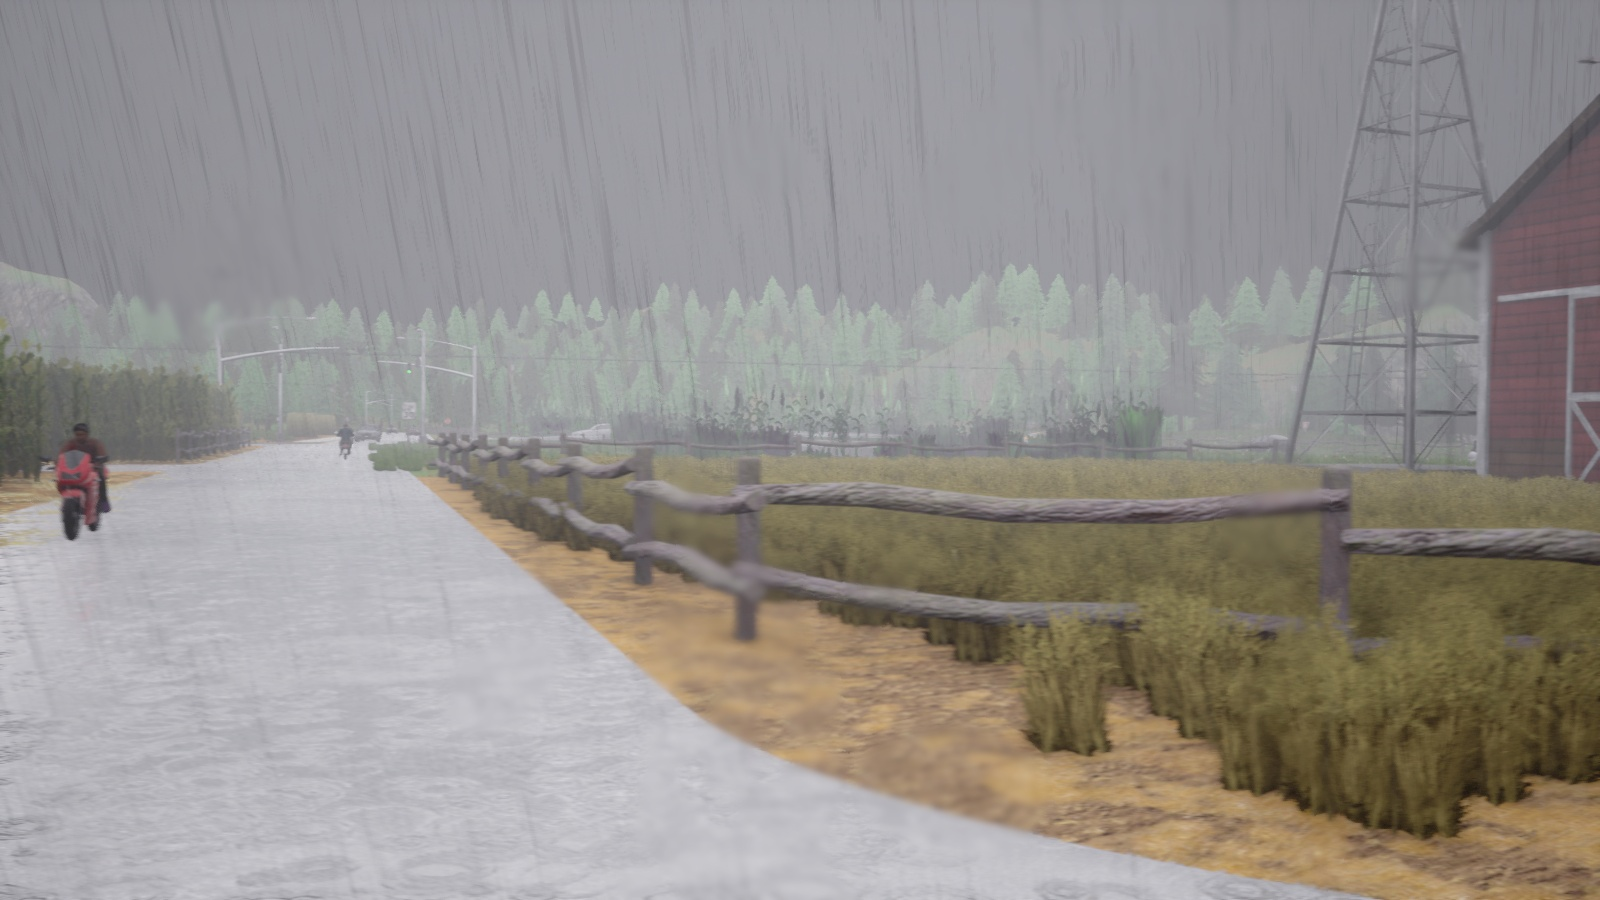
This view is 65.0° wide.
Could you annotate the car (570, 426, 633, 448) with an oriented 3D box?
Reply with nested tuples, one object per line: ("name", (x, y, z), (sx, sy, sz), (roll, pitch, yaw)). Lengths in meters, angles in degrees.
("car", (-15.509, -0.996, 98.141), (4.674, 1.442, 1.812), (-4, 2, -14))

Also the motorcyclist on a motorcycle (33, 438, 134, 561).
("motorcyclist on a motorcycle", (-9.545, 0.606, 16.810), (0.797, 1.523, 2.044), (-1, 1, -20))

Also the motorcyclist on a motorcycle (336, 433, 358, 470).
("motorcyclist on a motorcycle", (-19.936, 0.057, 55.235), (0.866, 1.590, 1.817), (-1, 1, -20))
